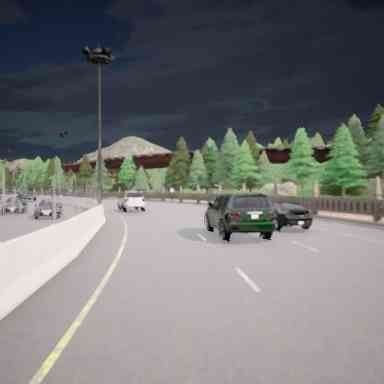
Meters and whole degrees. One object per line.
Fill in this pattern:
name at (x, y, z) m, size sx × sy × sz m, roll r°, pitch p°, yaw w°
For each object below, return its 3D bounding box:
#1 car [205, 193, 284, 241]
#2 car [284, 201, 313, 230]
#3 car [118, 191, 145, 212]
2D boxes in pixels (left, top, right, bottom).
car at (2.110, 1.055, 15.950) m, size 2.150 × 2.045 × 5.566 m, roll 0°, pitch 1°, yaw -9°
car at (5.060, 1.290, 19.129) m, size 1.837 × 1.490 × 4.892 m, roll 0°, pitch 1°, yaw -11°
car at (-6.371, 0.924, 34.670) m, size 2.150 × 2.045 × 5.566 m, roll -1°, pitch 1°, yaw -20°
